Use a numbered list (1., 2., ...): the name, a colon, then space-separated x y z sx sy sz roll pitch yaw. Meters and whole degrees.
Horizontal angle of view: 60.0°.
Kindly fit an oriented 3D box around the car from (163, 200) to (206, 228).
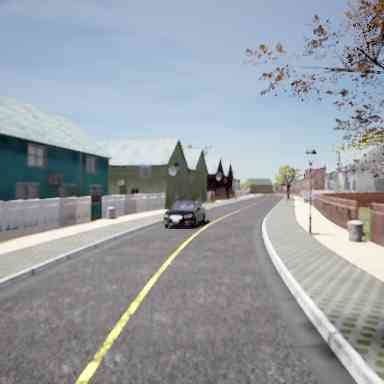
1. car: -0.354 1.277 20.481 2.128 1.511 4.902 0 1 13
